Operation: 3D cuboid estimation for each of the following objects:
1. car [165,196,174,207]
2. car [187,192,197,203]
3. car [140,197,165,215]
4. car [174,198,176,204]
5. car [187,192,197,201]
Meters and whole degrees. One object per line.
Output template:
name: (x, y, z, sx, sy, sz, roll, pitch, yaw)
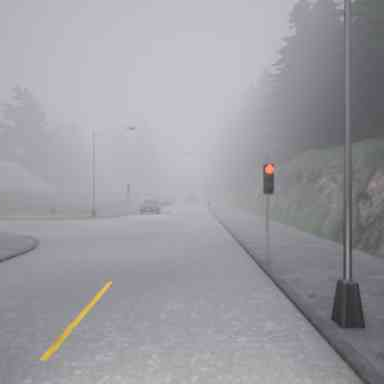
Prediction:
car: (-4.108, 1.473, 50.054, 1.812, 1.442, 4.674, 0, 0, 0)
car: (-0.026, 1.280, 68.509, 2.097, 1.767, 4.553, 0, 0, 0)
car: (-4.110, 1.469, 33.749, 1.837, 1.490, 4.892, 0, 0, 0)
car: (-4.073, 1.459, 63.131, 1.812, 1.442, 4.674, 0, 0, 0)
car: (-0.030, 1.027, 78.605, 2.150, 2.045, 5.566, 0, 0, 0)
